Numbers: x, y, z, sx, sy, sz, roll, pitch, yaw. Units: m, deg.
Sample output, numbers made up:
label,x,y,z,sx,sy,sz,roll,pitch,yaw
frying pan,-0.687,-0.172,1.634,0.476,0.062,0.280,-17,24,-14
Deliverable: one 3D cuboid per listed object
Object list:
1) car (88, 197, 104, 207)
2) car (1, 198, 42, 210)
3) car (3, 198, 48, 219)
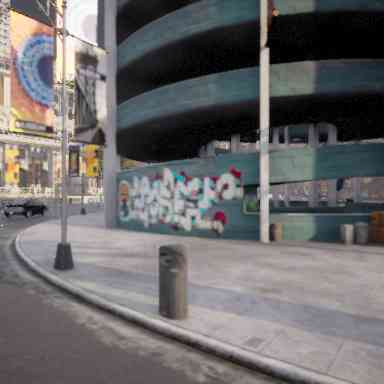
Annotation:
label,x,y,z,sx,sy,sz,roll,pitch,yaw
car,-14.039,1.594,52.242,1.812,1.442,4.674,0,0,34
car,-22.376,1.553,43.897,1.837,1.490,4.892,0,-1,22
car,-14.725,1.524,29.858,2.128,1.511,4.902,0,0,2
